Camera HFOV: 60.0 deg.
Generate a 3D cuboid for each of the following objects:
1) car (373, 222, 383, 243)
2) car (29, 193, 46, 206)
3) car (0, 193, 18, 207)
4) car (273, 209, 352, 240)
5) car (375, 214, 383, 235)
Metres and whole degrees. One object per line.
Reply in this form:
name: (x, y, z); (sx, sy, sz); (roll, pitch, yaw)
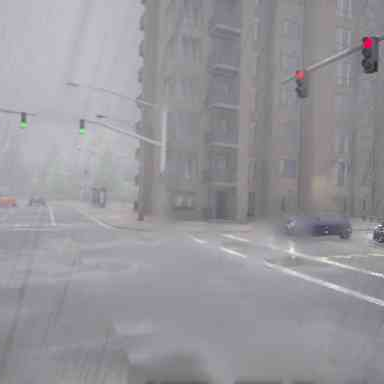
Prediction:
car: (11.987, 1.936, 17.804); (4.553, 1.767, 2.097); (2, -1, -23)
car: (-22.752, 1.051, 48.989); (2.097, 1.767, 4.553); (2, -1, -24)
car: (-23.861, 0.955, 43.005); (2.097, 1.767, 4.553); (2, -1, -23)
car: (7.055, 1.784, 19.531); (4.553, 1.767, 2.097); (2, -1, -22)
car: (14.985, 2.299, 22.873); (4.181, 1.385, 1.994); (2, -1, -23)
